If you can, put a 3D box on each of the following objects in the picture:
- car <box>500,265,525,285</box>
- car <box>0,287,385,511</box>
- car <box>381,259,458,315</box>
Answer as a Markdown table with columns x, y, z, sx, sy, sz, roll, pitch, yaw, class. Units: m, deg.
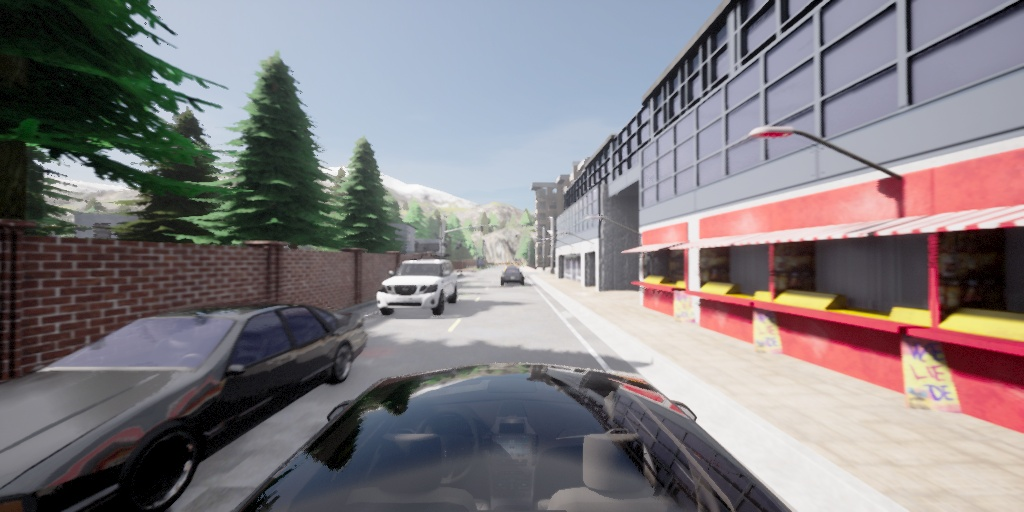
| x | y | z | sx | sy | sz | roll | pitch | yaw | class |
| --- | --- | --- | --- | --- | --- | --- | --- | --- | --- |
| 0.048 | 1.698 | 30.183 | 1.994 | 1.385 | 4.181 | 0 | -1 | 0 | car |
| -3.601 | 1.335 | 4.474 | 2.033 | 1.411 | 5.357 | 0 | -1 | 0 | car |
| -3.604 | 1.145 | 14.794 | 2.150 | 2.045 | 5.566 | 0 | 0 | 0 | car |
